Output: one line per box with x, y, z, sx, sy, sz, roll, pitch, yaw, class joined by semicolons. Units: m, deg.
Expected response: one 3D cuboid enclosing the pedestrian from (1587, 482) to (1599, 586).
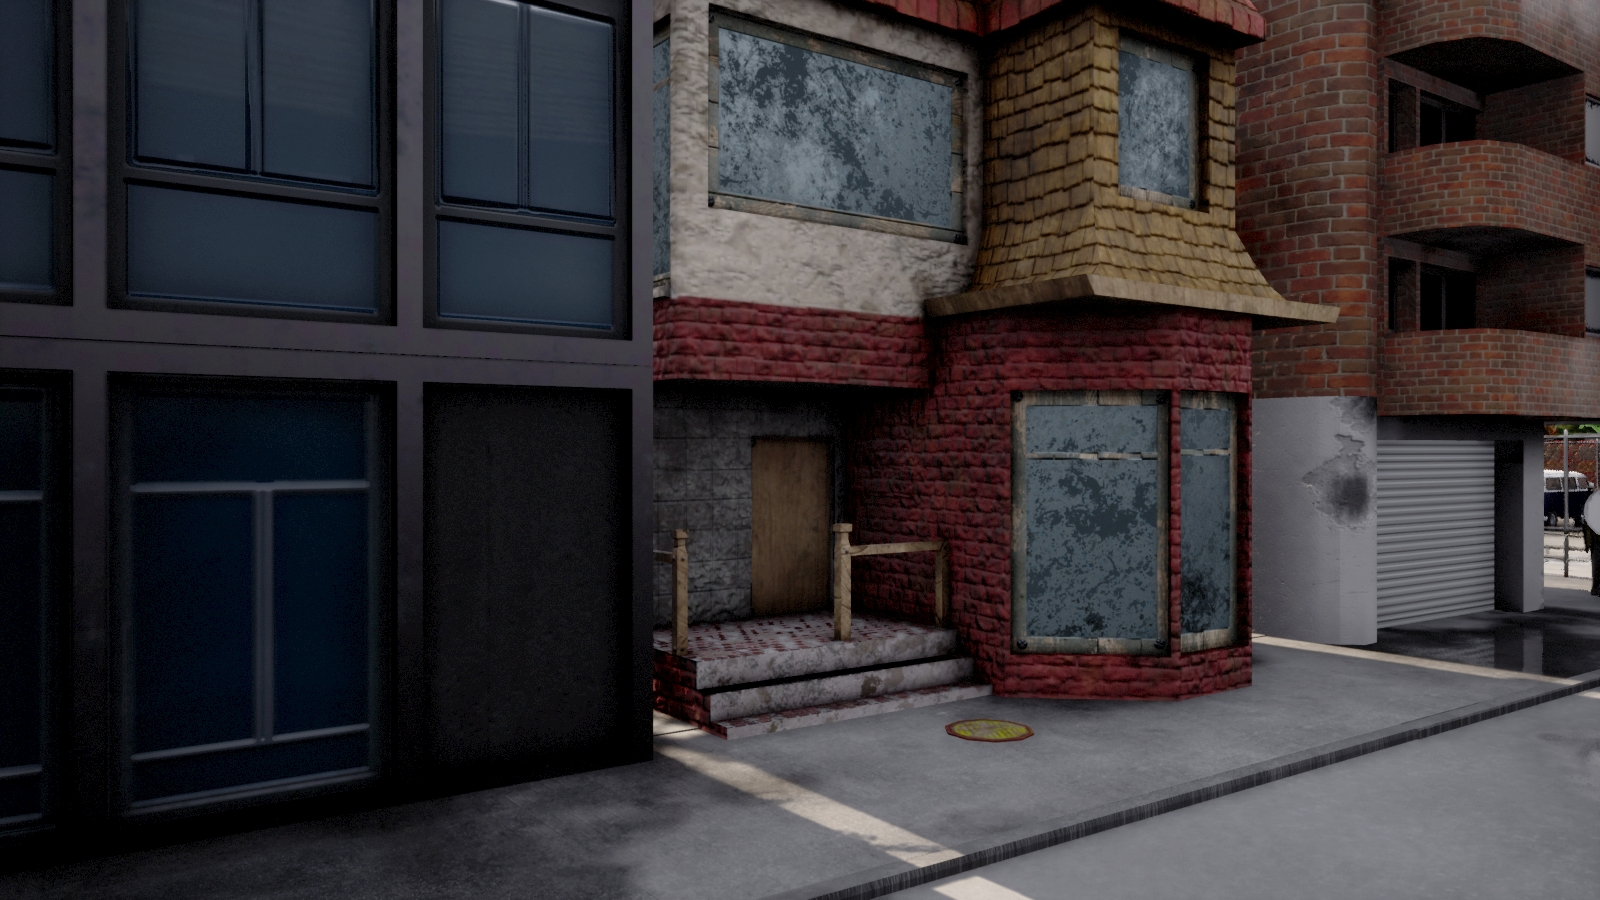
14.441;1.506;20.606;0.375;1.860;0.375;0;0;30;pedestrian
